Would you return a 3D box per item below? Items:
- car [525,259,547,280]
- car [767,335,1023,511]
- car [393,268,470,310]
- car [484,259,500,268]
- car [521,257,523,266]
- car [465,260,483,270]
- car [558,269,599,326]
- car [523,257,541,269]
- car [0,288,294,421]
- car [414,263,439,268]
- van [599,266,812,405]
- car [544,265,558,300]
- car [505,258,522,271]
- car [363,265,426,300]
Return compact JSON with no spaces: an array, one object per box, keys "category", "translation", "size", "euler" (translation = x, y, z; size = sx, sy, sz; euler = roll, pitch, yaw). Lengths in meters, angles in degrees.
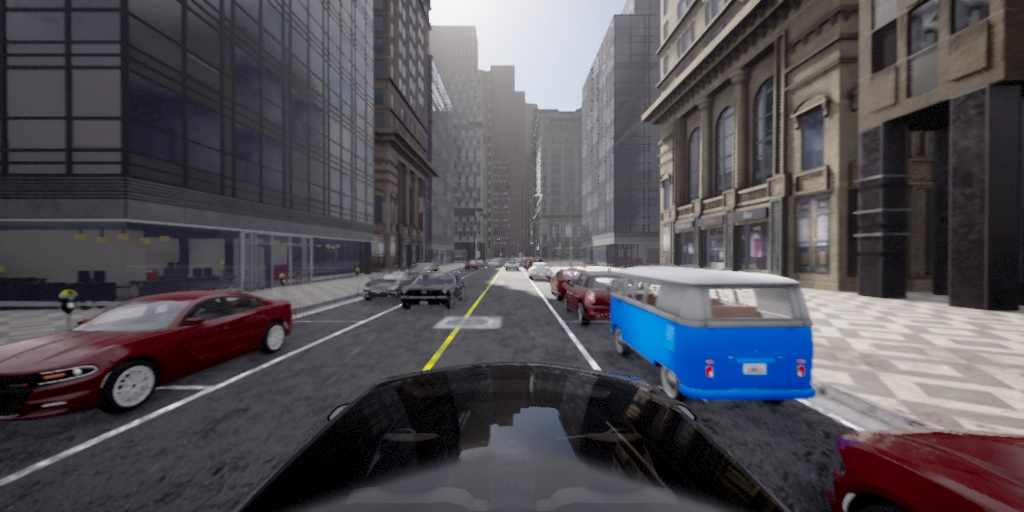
[{"category":"car","translation":[2.353,1.265,30.882],"size":[1.812,1.442,4.674],"euler":[0,0,0]},{"category":"car","translation":[2.857,1.295,0.413],"size":[1.888,1.381,4.507],"euler":[0,0,0]},{"category":"car","translation":[-3.099,1.346,14.839],"size":[1.895,1.301,4.718],"euler":[0,0,0]},{"category":"car","translation":[-3.031,1.326,58.382],"size":[1.895,1.301,4.718],"euler":[0,0,1]},{"category":"car","translation":[2.860,1.041,56.900],"size":[2.192,1.841,5.009],"euler":[0,0,0]},{"category":"car","translation":[-5.666,1.277,51.249],"size":[1.888,1.381,4.507],"euler":[0,0,0]},{"category":"car","translation":[2.857,1.186,11.710],"size":[1.967,1.591,4.097],"euler":[0,0,0]},{"category":"car","translation":[2.859,1.049,45.602],"size":[2.192,1.841,5.009],"euler":[0,0,0]},{"category":"car","translation":[-5.668,1.293,6.058],"size":[1.888,1.381,4.507],"euler":[0,0,0]},{"category":"car","translation":[-5.667,1.182,23.005],"size":[1.967,1.591,4.097],"euler":[0,0,0]},{"category":"van","translation":[2.857,1.089,6.062],"size":[1.690,1.789,3.998],"euler":[0,0,0]},{"category":"car","translation":[2.857,1.289,17.359],"size":[1.888,1.381,4.507],"euler":[0,0,0]},{"category":"car","translation":[0.014,1.333,49.982],"size":[1.895,1.301,4.718],"euler":[0,0,0]},{"category":"car","translation":[-5.668,1.294,17.356],"size":[2.007,1.370,4.403],"euler":[0,0,0]}]
